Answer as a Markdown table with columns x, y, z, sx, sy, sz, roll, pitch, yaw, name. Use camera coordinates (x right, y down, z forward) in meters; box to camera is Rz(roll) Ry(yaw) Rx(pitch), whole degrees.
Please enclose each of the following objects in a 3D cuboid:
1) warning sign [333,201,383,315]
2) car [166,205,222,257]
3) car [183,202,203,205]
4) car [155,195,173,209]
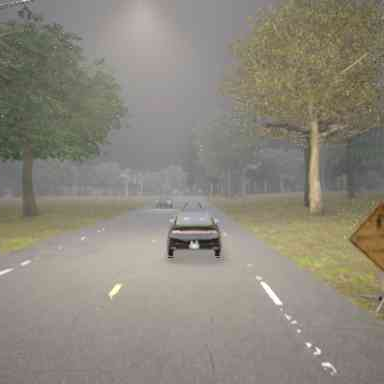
| x | y | z | sx | sy | sz | roll | pitch | yaw | name |
| --- | --- | --- | --- | --- | --- | --- | --- | --- | --- |
| 3.512 | 1.112 | 6.111 | 1.300 | 1.860 | 1.060 | -2 | -2 | 0 | warning sign |
| 0.081 | 1.480 | 12.857 | 2.128 | 1.511 | 4.902 | 0 | 0 | 0 | car |
| 0.078 | 1.526 | 28.599 | 1.994 | 1.385 | 4.181 | 0 | 0 | 0 | car |
| -3.597 | 1.237 | 43.837 | 2.097 | 1.767 | 4.553 | 0 | 0 | 0 | car |
